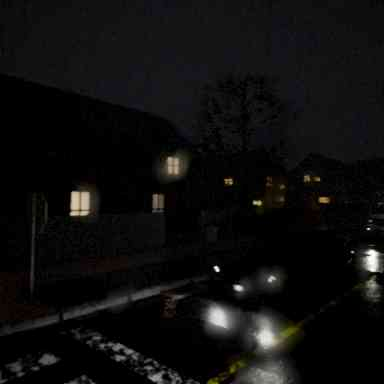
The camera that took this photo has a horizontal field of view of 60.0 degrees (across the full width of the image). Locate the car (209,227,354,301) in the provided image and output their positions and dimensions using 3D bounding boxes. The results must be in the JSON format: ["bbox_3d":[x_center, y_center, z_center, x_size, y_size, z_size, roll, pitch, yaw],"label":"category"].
[{"bbox_3d":[2.767,1.700,9.054,2.033,1.411,5.357,0,-1,42],"label":"car"}]

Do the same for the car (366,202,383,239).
[{"bbox_3d":[11.963,1.599,19.368,2.150,2.045,5.566,0,-1,42],"label":"car"}]
